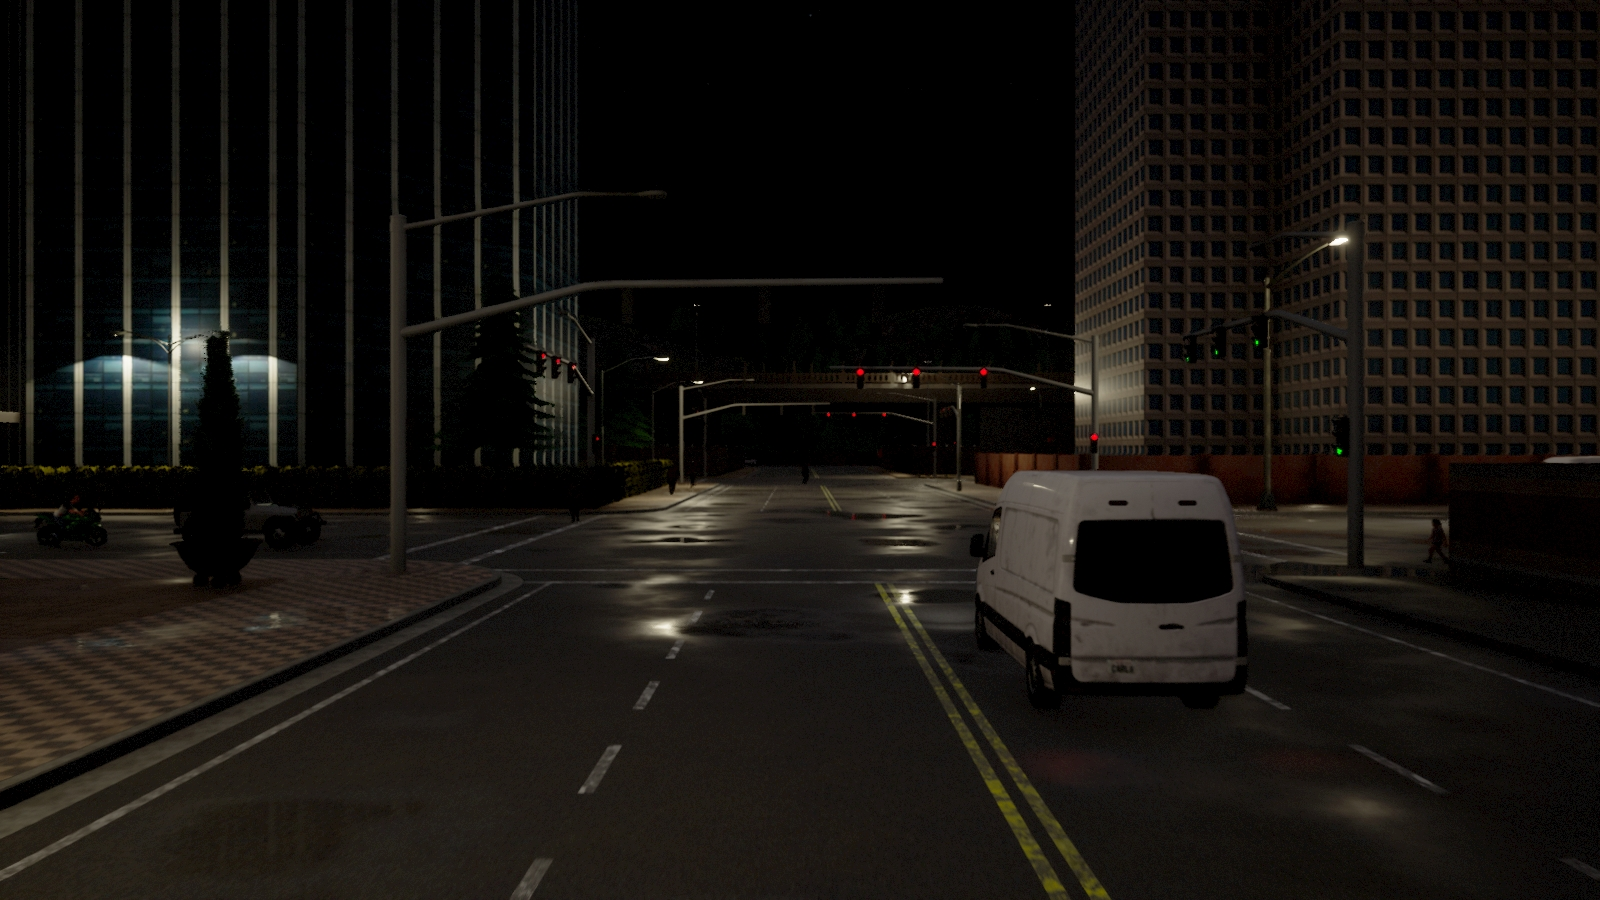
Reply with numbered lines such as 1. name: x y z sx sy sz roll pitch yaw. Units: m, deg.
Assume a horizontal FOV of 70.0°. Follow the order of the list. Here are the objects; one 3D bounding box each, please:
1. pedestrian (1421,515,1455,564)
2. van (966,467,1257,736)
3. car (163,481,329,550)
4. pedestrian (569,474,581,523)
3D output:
1. pedestrian: 14.771 2.070 26.455 0.500 1.100 0.500 0 0 2
2. van: 3.497 1.530 14.202 1.988 2.561 5.915 0 0 0
3. car: -15.877 1.848 32.881 3.866 1.878 1.905 0 0 0
4. pedestrian: -8.579 1.837 43.558 0.375 1.860 0.375 0 0 2
